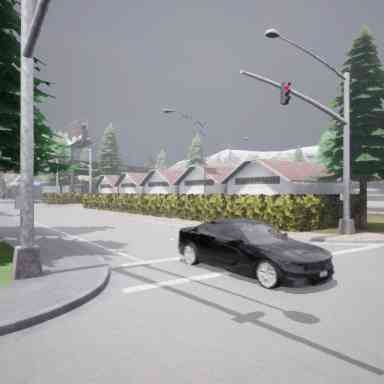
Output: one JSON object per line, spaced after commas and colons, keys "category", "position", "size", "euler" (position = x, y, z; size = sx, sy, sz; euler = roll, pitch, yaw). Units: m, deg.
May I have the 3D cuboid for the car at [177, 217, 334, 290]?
{"category": "car", "position": [1.512, 1.539, 9.537], "size": [1.882, 1.535, 5.008], "euler": [0, 1, -36]}
